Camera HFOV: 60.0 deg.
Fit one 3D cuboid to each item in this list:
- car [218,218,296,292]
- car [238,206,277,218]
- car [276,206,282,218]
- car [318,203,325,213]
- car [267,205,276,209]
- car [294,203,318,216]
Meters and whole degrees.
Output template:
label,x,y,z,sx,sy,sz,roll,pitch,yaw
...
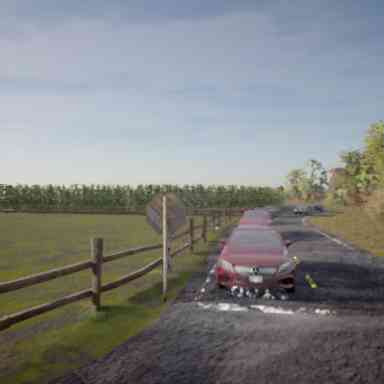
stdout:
label,x,y,z,sx,sy,sz,roll,pitch,yaw
car,1.845,1.708,9.658,1.812,1.442,4.674,0,-1,11
car,3.831,1.847,19.877,1.882,1.535,5.008,0,-1,12
car,9.531,2.294,39.955,1.994,1.385,4.181,0,-1,24
car,20.040,2.481,53.144,1.837,1.490,4.892,0,-1,27
car,6.277,2.125,30.452,1.994,1.385,4.181,0,-1,17
car,14.838,2.356,43.924,2.033,1.411,5.357,0,-1,30
